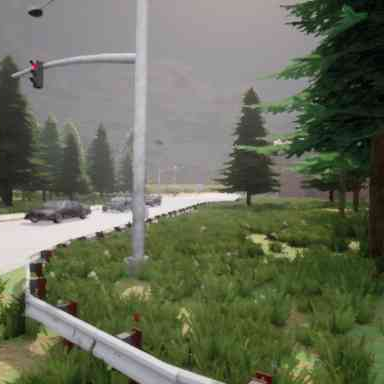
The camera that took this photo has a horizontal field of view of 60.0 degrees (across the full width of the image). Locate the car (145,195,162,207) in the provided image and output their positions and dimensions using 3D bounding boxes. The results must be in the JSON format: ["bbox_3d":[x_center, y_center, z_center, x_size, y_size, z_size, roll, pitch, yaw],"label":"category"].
[{"bbox_3d":[-5.113,1.048,40.522,2.033,1.411,5.357,1,1,10],"label":"car"}]

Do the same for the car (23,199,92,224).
[{"bbox_3d":[-8.652,1.211,22.067,2.033,1.411,5.357,1,1,11],"label":"car"}]

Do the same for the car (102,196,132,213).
[{"bbox_3d":[-6.797,1.107,31.473,1.812,1.442,4.674,1,1,11],"label":"car"}]
